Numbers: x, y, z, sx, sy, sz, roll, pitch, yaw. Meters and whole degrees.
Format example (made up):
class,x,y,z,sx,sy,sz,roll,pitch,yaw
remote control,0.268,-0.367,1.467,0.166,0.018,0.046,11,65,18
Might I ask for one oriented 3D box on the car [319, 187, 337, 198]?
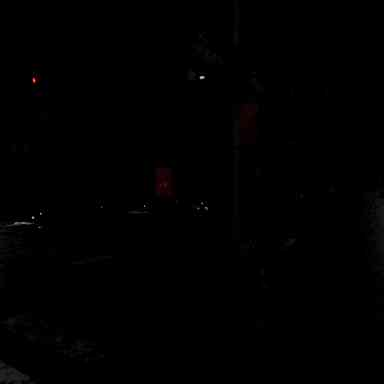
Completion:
class,x,y,z,sx,sy,sz,roll,pitch,yaw
car,25.027,0.106,61.006,2.150,2.045,5.566,0,1,35

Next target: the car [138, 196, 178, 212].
class,x,y,z,sx,sy,sz,roll,pitch,yaw
car,-3.227,1.090,32.197,1.994,1.385,4.181,0,1,35

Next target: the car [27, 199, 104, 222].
class,x,y,z,sx,sy,sz,roll,pitch,yaw
car,-8.935,1.249,24.030,2.033,1.411,5.357,0,1,35

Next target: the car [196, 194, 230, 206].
class,x,y,z,sx,sy,sz,roll,pitch,yaw
car,2.720,0.896,40.711,2.033,1.411,5.357,0,1,36

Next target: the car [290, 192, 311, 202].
class,x,y,z,sx,sy,sz,roll,pitch,yaw
car,15.484,0.713,47.320,1.994,1.385,4.181,0,1,35

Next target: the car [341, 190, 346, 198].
class,x,y,z,sx,sy,sz,roll,pitch,yaw
car,28.278,0.378,59.977,1.837,1.490,4.892,0,1,34
